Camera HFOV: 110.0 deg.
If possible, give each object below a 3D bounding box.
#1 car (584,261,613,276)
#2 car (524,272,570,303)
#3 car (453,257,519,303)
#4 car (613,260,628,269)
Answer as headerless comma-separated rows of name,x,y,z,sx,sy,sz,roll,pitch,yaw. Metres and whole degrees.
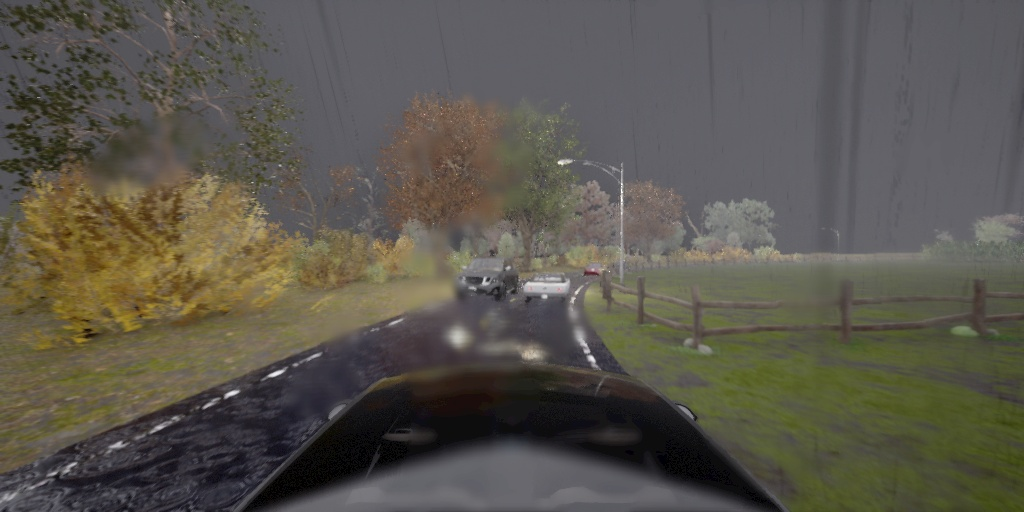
car,9.192,1.380,38.661,1.994,1.385,4.181,0,0,26
car,1.849,1.445,17.482,1.895,1.301,4.718,0,0,11
car,-1.078,1.046,17.878,2.150,2.045,5.566,0,0,11
car,16.508,1.314,55.490,1.994,1.385,4.181,1,1,39
